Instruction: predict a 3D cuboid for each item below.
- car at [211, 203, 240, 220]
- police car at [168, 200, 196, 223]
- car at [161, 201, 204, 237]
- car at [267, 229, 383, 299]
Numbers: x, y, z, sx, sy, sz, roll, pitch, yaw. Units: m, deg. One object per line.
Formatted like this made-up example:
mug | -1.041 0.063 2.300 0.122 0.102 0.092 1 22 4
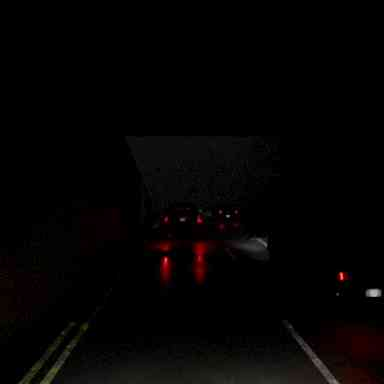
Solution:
car | 2.682 1.556 27.589 1.895 1.301 4.718 0 0 -2
police car | -0.805 1.477 27.023 2.038 1.542 4.974 0 0 -2
car | -0.502 1.335 17.902 2.097 1.767 4.553 0 0 -2
car | 3.314 1.576 8.383 1.895 1.301 4.718 0 0 -1
